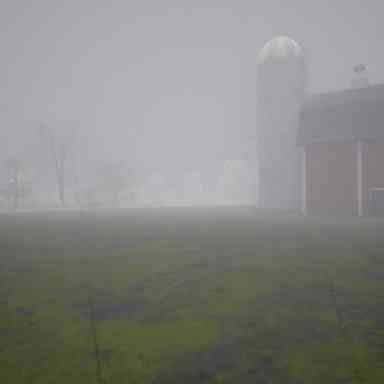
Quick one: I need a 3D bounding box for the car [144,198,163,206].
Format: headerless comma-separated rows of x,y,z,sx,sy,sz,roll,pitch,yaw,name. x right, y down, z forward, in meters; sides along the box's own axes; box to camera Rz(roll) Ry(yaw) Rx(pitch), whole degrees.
-8.329,2.165,72.959,1.882,1.535,5.008,0,0,36,car

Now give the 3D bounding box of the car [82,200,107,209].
-17.545,2.241,60.110,2.128,1.511,4.902,0,0,36,car
